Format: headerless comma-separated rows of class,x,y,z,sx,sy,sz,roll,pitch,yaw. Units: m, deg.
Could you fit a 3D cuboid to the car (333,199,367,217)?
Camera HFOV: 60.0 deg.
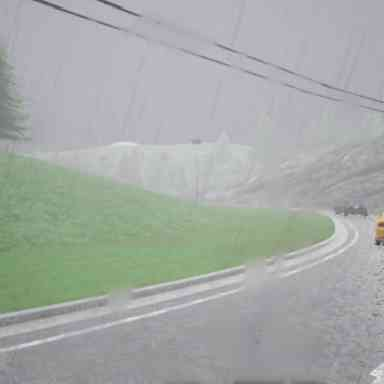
car,15.871,1.514,33.607,2.097,1.767,4.553,0,0,8

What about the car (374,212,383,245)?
car,9.669,1.562,15.496,1.882,1.535,5.008,1,0,31
